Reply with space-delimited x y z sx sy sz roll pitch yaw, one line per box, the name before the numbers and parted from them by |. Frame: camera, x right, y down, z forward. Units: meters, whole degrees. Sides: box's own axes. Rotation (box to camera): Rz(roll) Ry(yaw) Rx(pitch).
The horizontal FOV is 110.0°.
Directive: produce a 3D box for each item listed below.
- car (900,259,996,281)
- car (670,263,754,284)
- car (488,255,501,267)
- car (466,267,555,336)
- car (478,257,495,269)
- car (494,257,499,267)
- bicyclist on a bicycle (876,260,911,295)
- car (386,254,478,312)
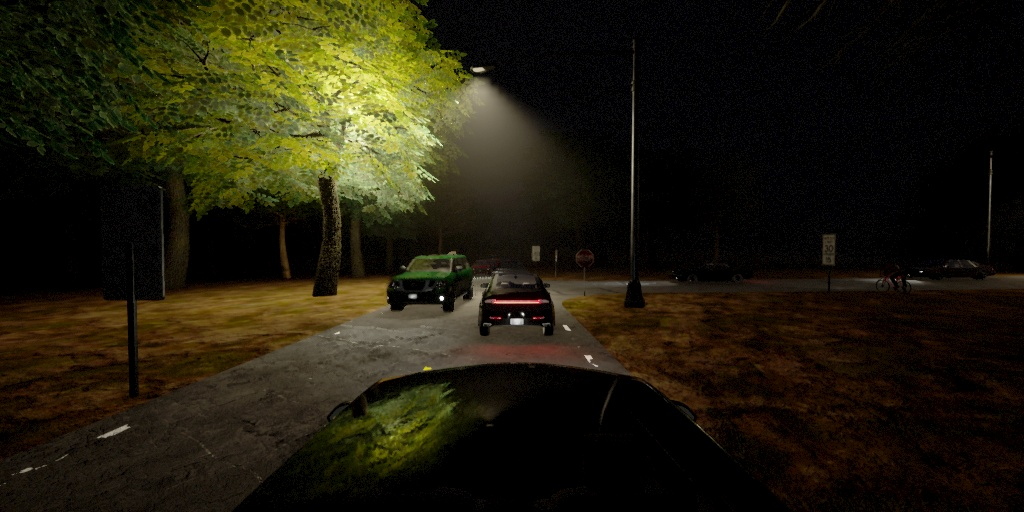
car | 29.172 0.888 24.182 5.357 1.411 2.033 -1 1 -3
car | 13.274 1.141 24.065 4.718 1.301 1.895 -1 1 2
car | -2.955 0.813 57.108 2.150 2.045 5.566 0 0 1
car | 0.113 1.235 10.360 2.128 1.511 4.902 0 0 0
car | -3.028 1.155 36.637 1.882 1.535 5.008 0 0 0
car | -3.021 1.171 46.710 1.812 1.442 4.674 0 0 0
bicyclist on a bicycle | 18.570 1.038 17.492 0.582 1.620 1.656 -1 0 0
car | -3.029 0.950 14.455 2.150 2.045 5.566 0 0 5
